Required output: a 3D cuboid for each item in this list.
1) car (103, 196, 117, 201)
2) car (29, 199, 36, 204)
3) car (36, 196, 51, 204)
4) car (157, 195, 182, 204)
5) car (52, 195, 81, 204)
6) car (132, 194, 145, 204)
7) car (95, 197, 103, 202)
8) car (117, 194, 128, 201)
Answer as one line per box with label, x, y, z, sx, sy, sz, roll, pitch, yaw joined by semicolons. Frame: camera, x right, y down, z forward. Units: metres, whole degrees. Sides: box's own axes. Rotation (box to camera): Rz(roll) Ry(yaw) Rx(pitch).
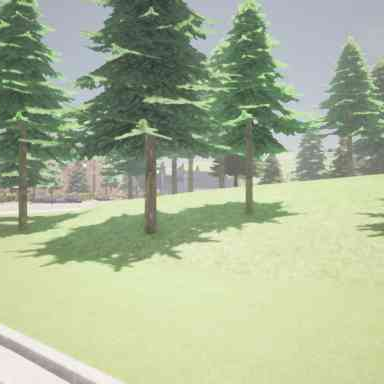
car;-16.890;1.446;75.077;1.882;1.535;5.008;0;0;35
car;-28.583;1.523;64.527;2.033;1.411;5.357;0;0;35
car;-25.703;1.531;62.588;2.033;1.411;5.357;0;0;36
car;-4.774;1.340;66.151;2.097;1.767;4.553;0;0;36
car;-22.648;1.336;60.910;2.097;1.767;4.553;0;0;36
car;-9.622;1.339;65.419;2.097;1.767;4.553;0;0;35
car;-19.992;1.564;76.750;1.895;1.301;4.718;0;0;35
car;-13.677;1.124;73.562;1.812;1.442;4.674;0;0;35
